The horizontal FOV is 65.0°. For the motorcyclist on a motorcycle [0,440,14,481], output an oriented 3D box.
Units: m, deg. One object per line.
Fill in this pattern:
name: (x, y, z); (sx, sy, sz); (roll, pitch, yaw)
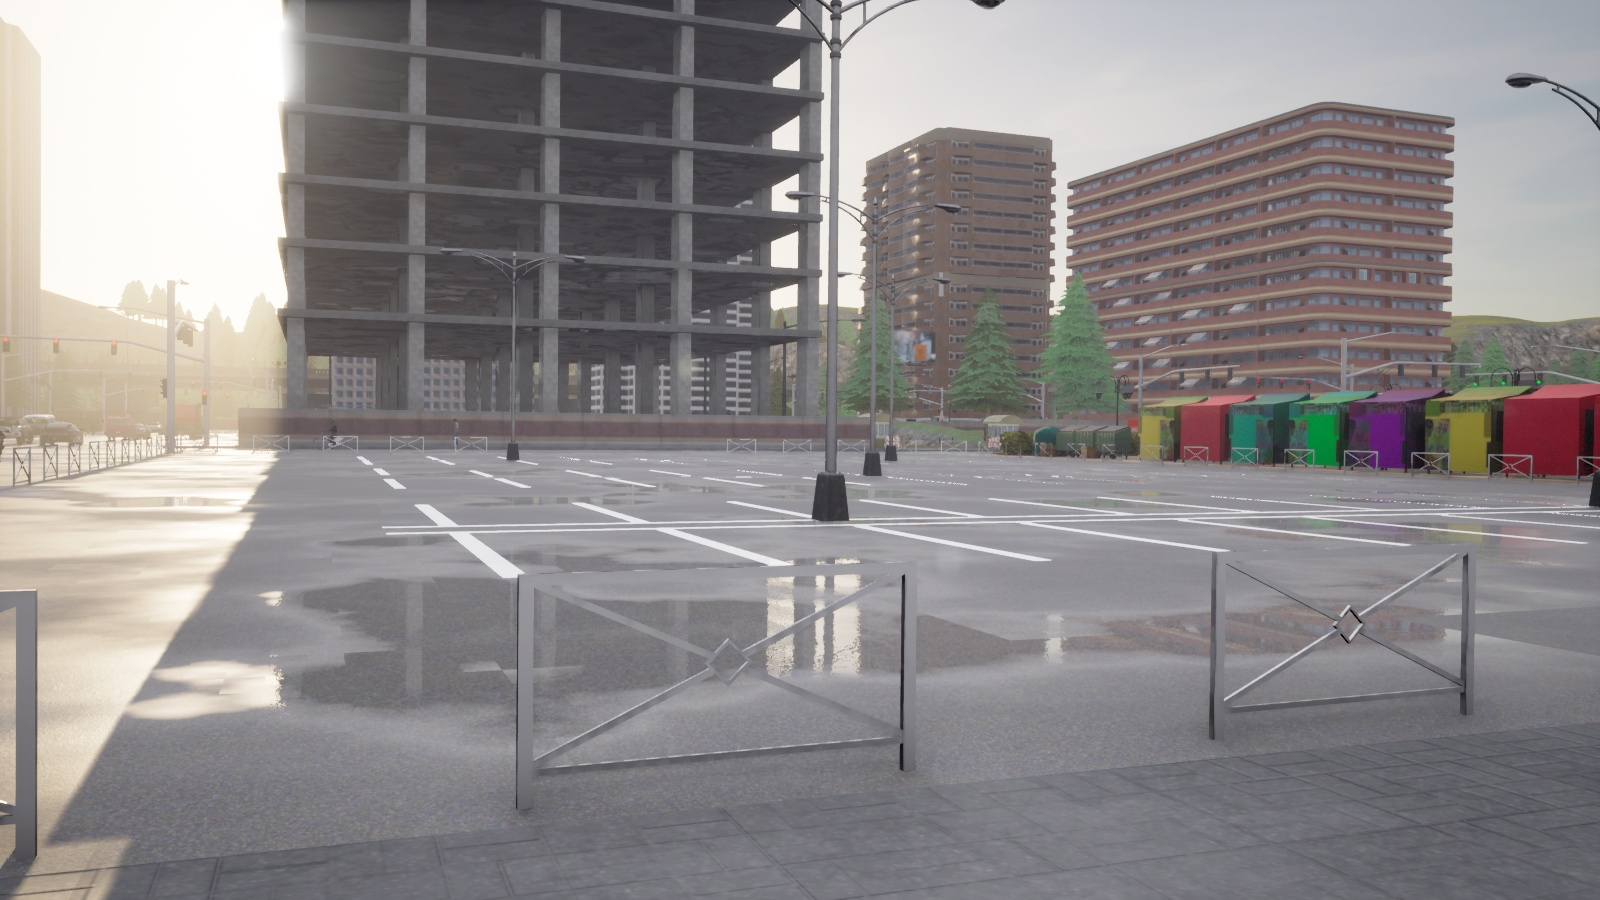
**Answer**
motorcyclist on a motorcycle: (-30.371, 0.392, 47.284); (0.866, 1.530, 2.191); (-1, 1, -21)

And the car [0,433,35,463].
car: (-51.124, -0.155, 81.270); (1.932, 1.855, 4.605); (-1, 1, -21)

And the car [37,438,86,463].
car: (-46.580, 0.016, 79.284); (1.837, 1.490, 4.892); (-1, 1, -21)
